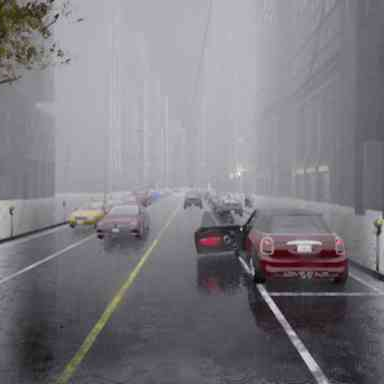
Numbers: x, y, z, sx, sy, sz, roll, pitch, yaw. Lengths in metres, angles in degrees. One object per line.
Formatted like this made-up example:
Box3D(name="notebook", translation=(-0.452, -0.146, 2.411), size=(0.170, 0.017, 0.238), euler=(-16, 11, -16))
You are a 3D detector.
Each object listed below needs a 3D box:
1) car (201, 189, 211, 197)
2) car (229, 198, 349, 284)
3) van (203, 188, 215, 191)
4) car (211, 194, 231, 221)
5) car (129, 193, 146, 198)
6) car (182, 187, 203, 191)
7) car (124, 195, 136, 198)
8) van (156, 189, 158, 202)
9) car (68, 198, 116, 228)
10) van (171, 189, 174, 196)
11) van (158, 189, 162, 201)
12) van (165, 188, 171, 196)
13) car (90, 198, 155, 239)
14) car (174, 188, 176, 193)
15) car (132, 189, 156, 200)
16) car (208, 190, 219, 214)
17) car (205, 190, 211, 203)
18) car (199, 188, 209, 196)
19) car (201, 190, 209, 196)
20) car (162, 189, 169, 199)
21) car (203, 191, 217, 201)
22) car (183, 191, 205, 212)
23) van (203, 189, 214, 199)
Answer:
Box3D(name="car", translation=(2.905, 0.223, 70.656), size=(1.967, 1.590, 4.097), euler=(0, 1, 0))
Box3D(name="car", translation=(2.408, 1.188, 9.236), size=(2.097, 1.767, 4.553), euler=(0, 1, 0))
Box3D(name="van", translation=(2.859, 0.509, 47.948), size=(1.690, 1.788, 3.998), euler=(0, 1, 0))
Box3D(name="car", translation=(2.813, 1.109, 25.243), size=(2.008, 1.369, 4.403), euler=(0, 1, 0))
Box3D(name="car", translation=(-5.700, 1.042, 30.929), size=(1.802, 1.307, 4.206), euler=(0, 1, 0))
Box3D(name="car", translation=(0.127, 0.542, 46.747), size=(2.097, 1.767, 4.553), euler=(0, 1, 1))
Box3D(name="car", translation=(-5.712, 1.140, 25.253), size=(1.802, 1.307, 4.206), euler=(0, 1, 0))
Box3D(name="van", translation=(-5.678, 0.606, 42.279), size=(1.690, 1.788, 3.998), euler=(0, 1, 0))
Box3D(name="car", translation=(-5.724, 1.184, 19.405), size=(1.752, 1.417, 4.829), euler=(0, 1, 0))
Box3D(name="van", translation=(-5.609, 0.028, 76.338), size=(1.690, 1.788, 3.998), euler=(0, 1, 0))
Box3D(name="van", translation=(-5.666, 0.508, 47.955), size=(1.690, 1.788, 3.998), euler=(0, 1, 0))
Box3D(name="van", translation=(-5.632, 0.219, 64.985), size=(1.690, 1.788, 3.998), euler=(0, 1, 0))
Box3D(name="car", translation=(-3.068, 1.249, 15.714), size=(1.812, 1.442, 4.674), euler=(0, 1, 0))
Box3D(name="car", translation=(-5.597, 0.120, 81.848), size=(1.752, 1.417, 4.829), euler=(0, 1, 0))
Box3D(name="car", translation=(-5.689, 0.677, 36.601), size=(2.192, 1.841, 5.009), euler=(0, 1, 0))
Box3D(name="car", translation=(2.824, 0.901, 30.918), size=(1.967, 1.590, 4.097), euler=(0, 1, 0))
Box3D(name="car", translation=(2.848, 0.816, 42.274), size=(2.008, 1.369, 4.403), euler=(0, 1, 0))
Box3D(name="car", translation=(2.928, -0.093, 82.007), size=(2.192, 1.841, 5.009), euler=(0, 1, 0))
Box3D(name="car", translation=(2.917, 0.270, 76.335), size=(1.802, 1.307, 4.206), euler=(0, 1, 0))
Box3D(name="car", translation=(-5.643, 0.556, 59.312), size=(1.802, 1.307, 4.206), euler=(0, 1, 0))
Box3D(name="car", translation=(2.871, 0.616, 53.627), size=(1.887, 1.381, 4.507), euler=(0, 1, 0))
Box3D(name="car", translation=(0.122, 0.912, 34.072), size=(1.837, 1.490, 4.892), euler=(0, 1, 1))
Box3D(name="van", translation=(2.882, 0.316, 59.301), size=(1.690, 1.788, 3.998), euler=(0, 1, 0))
